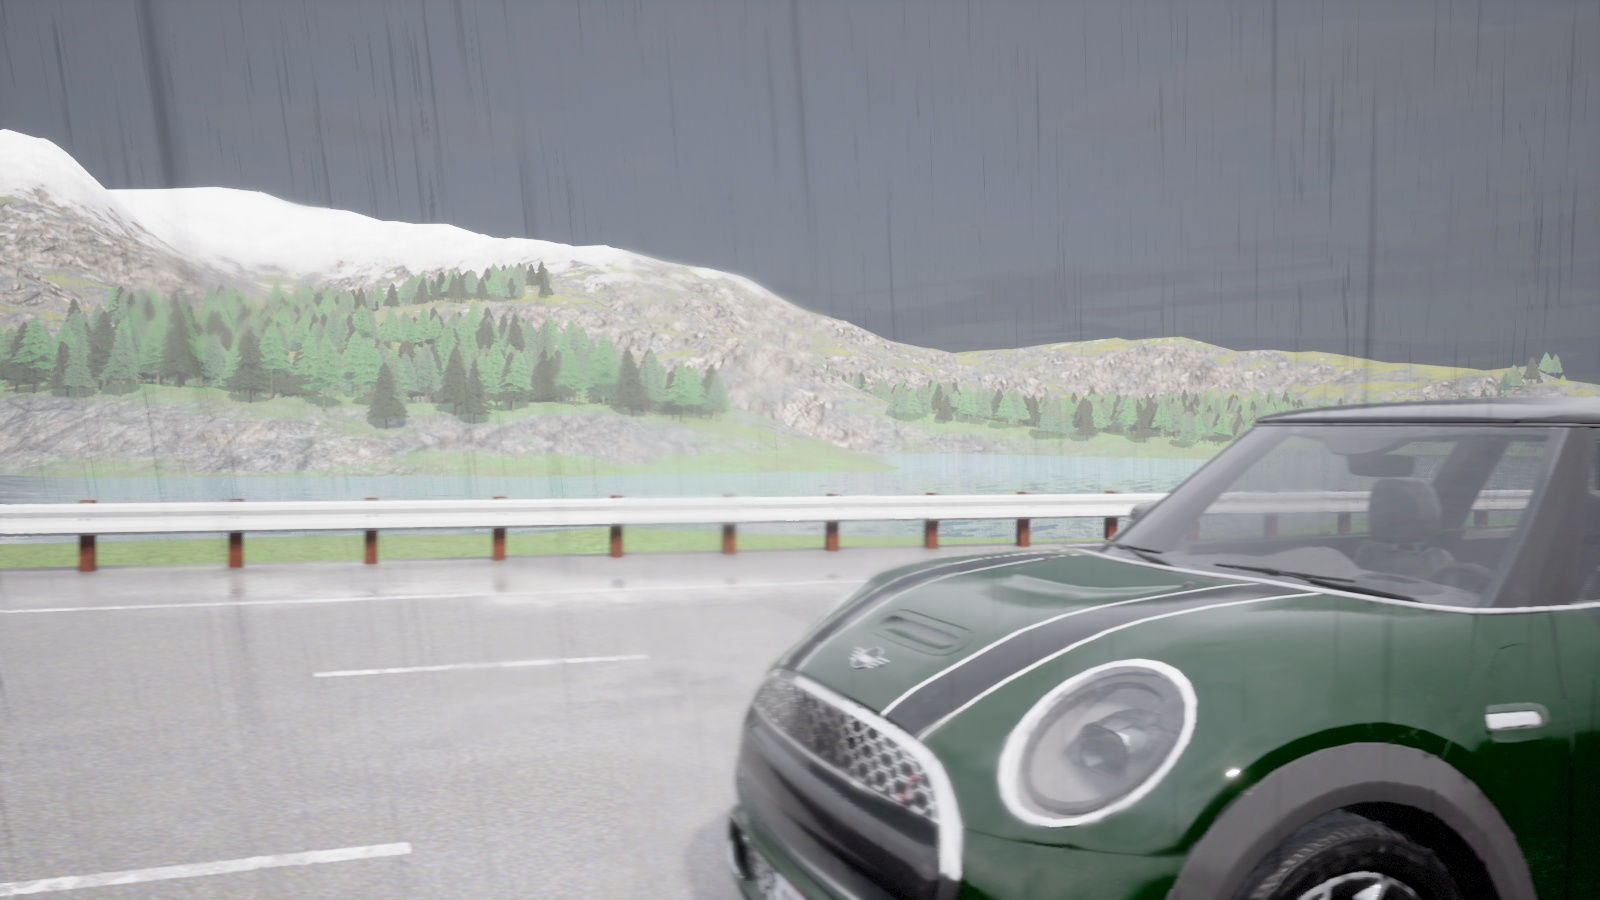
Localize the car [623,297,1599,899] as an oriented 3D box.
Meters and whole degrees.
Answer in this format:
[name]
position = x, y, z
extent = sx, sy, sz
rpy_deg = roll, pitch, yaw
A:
[car]
position = 1.928, 0.571, 3.969
extent = 4.553, 1.767, 2.097
rpy_deg = -1, 1, -21
